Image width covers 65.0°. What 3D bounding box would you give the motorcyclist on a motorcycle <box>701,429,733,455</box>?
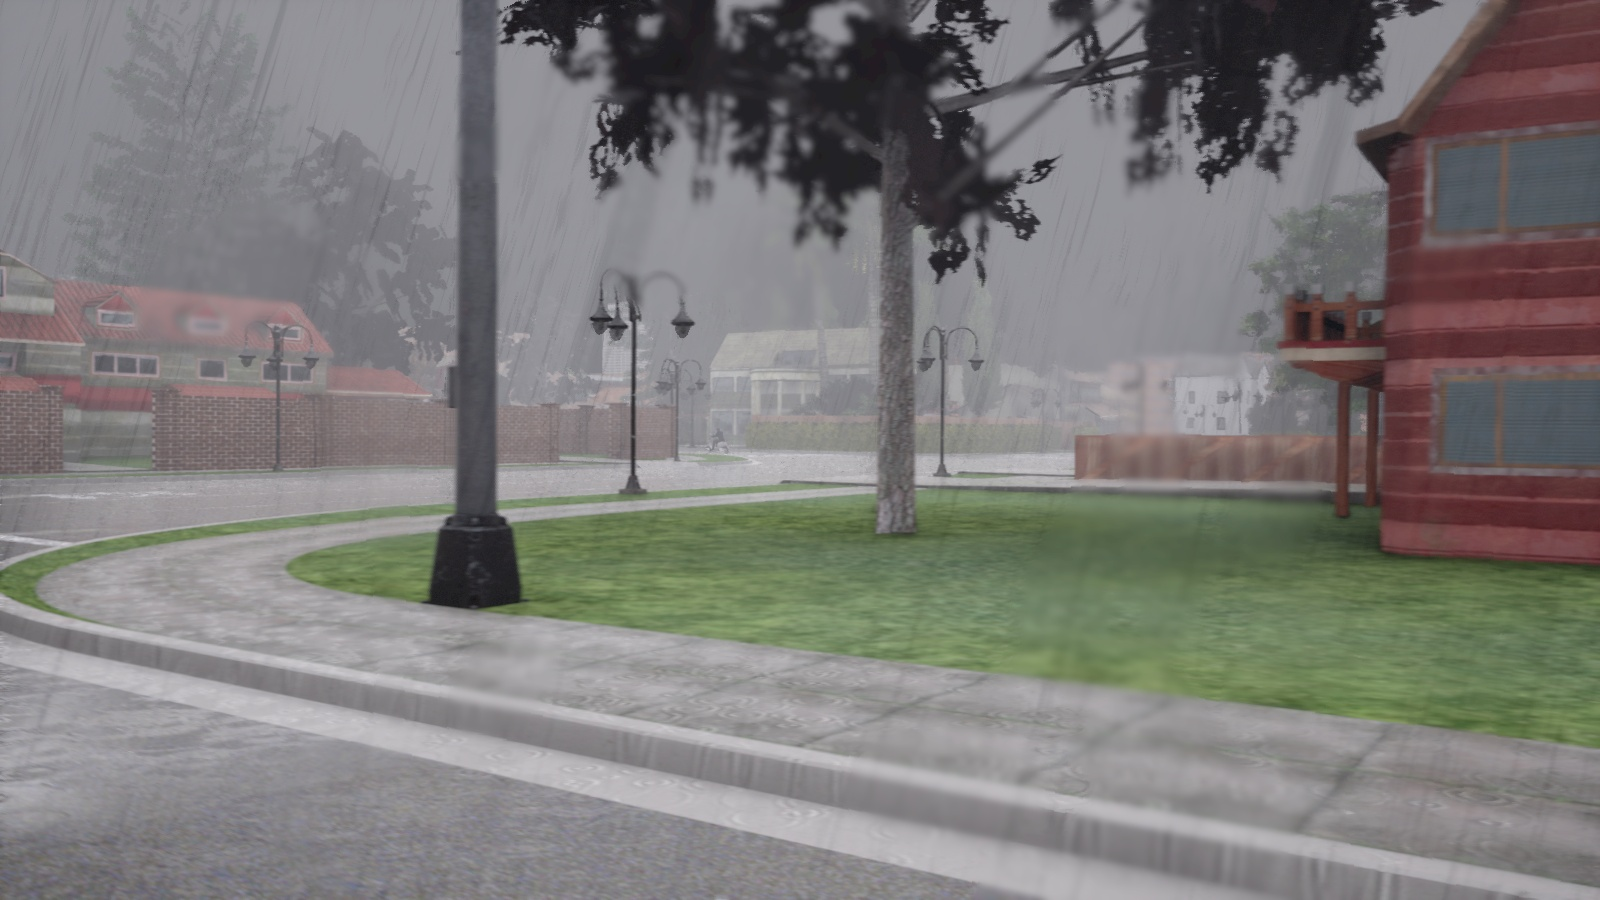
[{"bbox_3d":[-5.112,-0.496,77.718,1.817,1.590,0.866,0,1,33],"label":"motorcyclist on a motorcycle"}]
